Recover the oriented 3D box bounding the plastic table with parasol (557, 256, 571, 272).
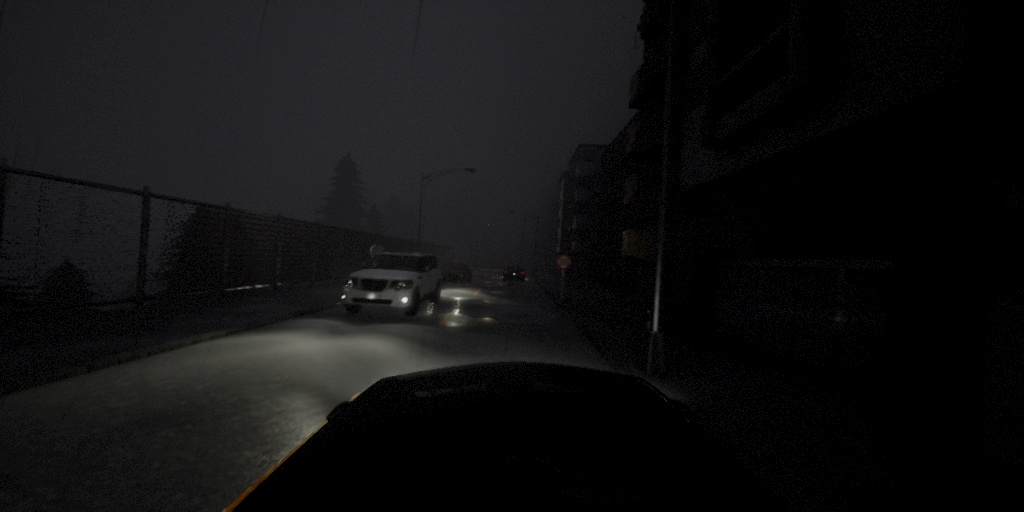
[{"bbox_3d":[9.607,1.724,61.922,2.482,2.480,2.482,0,0,0],"label":"plastic table with parasol"}]

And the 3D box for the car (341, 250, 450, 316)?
[{"bbox_3d":[-4.019,0.833,13.119,2.150,2.045,5.566,3,0,0],"label":"car"}]

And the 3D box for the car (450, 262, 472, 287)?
[{"bbox_3d":[-3.933,1.193,24.965,1.882,1.535,5.008,3,-1,1],"label":"car"}]

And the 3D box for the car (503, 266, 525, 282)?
[{"bbox_3d":[0.208,1.599,33.725,1.994,1.385,4.181,3,-1,0],"label":"car"}]

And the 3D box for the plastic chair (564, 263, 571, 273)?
[{"bbox_3d":[9.608,2.316,60.492,0.750,1.272,0.730,0,0,10],"label":"plastic chair"}]

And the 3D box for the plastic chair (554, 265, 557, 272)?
[{"bbox_3d":[8.132,2.245,62.122,0.730,1.272,0.750,0,0,10],"label":"plastic chair"}]
